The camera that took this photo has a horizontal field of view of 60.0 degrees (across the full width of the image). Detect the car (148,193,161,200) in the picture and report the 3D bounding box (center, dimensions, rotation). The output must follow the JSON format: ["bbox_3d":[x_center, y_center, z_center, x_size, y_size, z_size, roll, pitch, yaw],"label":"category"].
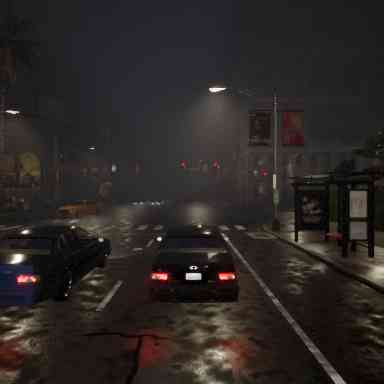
[{"bbox_3d":[-10.335,1.222,91.182,2.150,2.045,5.566,0,0,9],"label":"car"}]

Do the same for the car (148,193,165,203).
[{"bbox_3d":[-7.518,1.550,70.508,1.994,1.385,4.181,0,0,0],"label":"car"}]

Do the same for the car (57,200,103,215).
[{"bbox_3d":[-10.023,1.476,30.128,1.882,1.535,5.008,-1,0,17],"label":"car"}]

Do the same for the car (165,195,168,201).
[{"bbox_3d":[-7.594,1.352,80.691,2.097,1.767,4.553,0,0,0],"label":"car"}]

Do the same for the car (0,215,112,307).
[{"bbox_3d":[-3.476,1.547,8.236,2.033,1.411,5.357,0,0,0],"label":"car"}]

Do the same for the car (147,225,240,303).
[{"bbox_3d":[0.024,1.547,8.421,2.033,1.411,5.357,0,0,0],"label":"car"}]

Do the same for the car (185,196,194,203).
[{"bbox_3d":[-0.460,1.544,69.466,2.033,1.411,5.357,0,0,0],"label":"car"}]

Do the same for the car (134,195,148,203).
[{"bbox_3d":[-11.018,1.550,70.462,1.994,1.385,4.181,0,0,0],"label":"car"}]

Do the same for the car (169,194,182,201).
[{"bbox_3d":[-3.933,1.352,86.197,2.097,1.767,4.553,0,0,6],"label":"car"}]
